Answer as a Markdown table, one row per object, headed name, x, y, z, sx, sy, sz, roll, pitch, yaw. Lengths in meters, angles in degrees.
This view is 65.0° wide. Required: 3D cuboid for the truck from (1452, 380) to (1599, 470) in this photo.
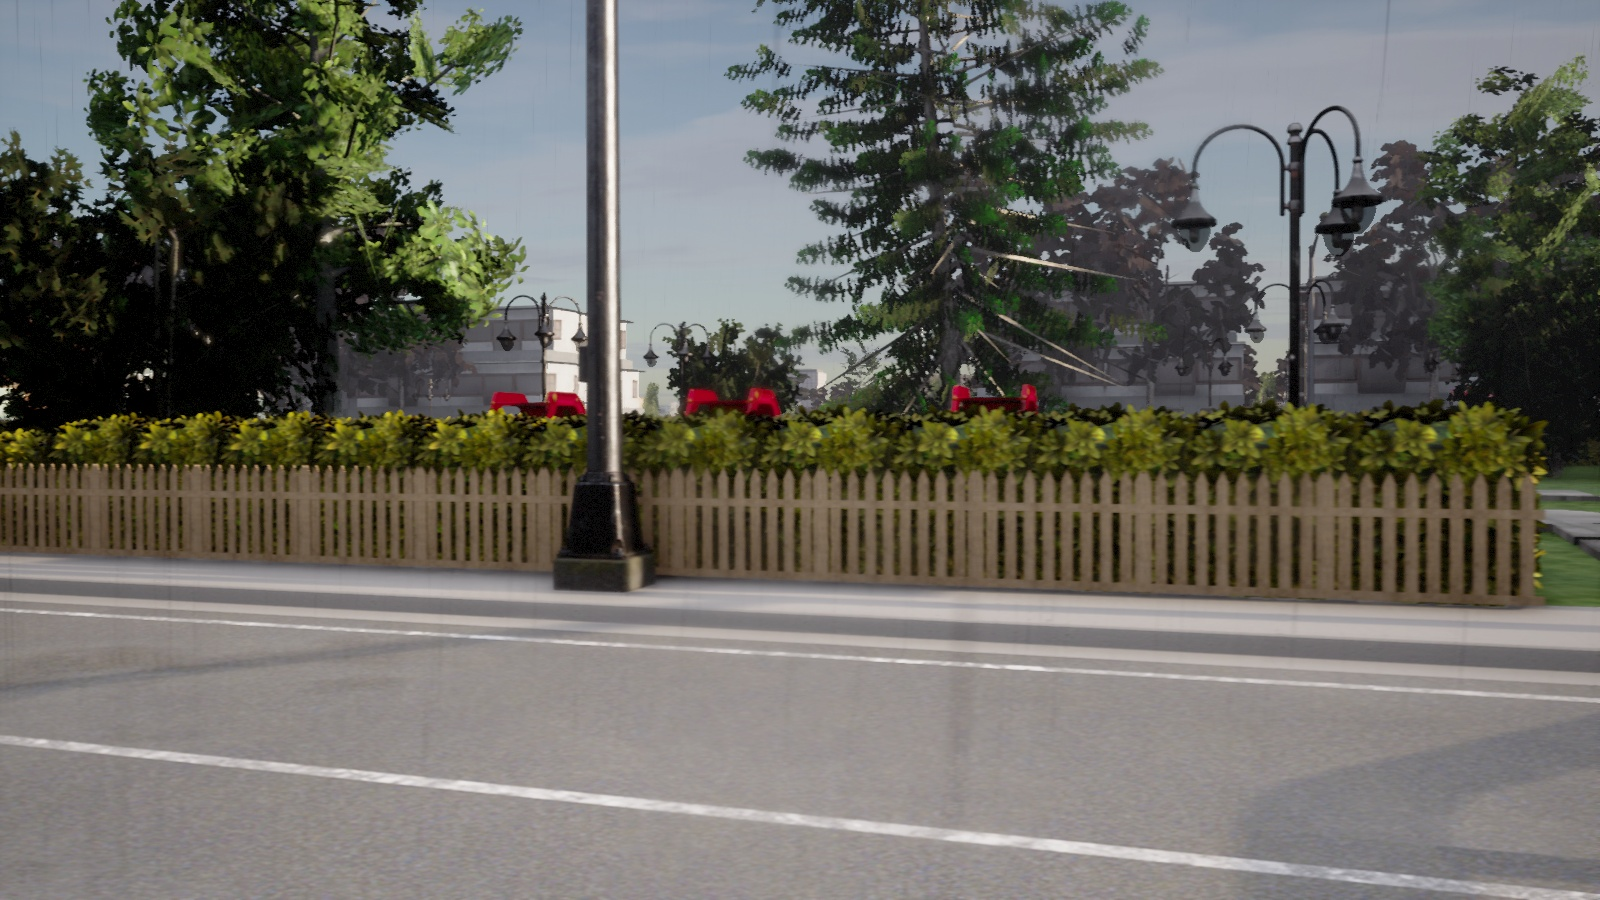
| name | x | y | z | sx | sy | sz | roll | pitch | yaw |
| --- | --- | --- | --- | --- | --- | --- | --- | --- | --- |
| truck | 33.349 | -1.084 | 54.598 | 8.468 | 3.827 | 2.891 | 1 | 1 | 19 |
